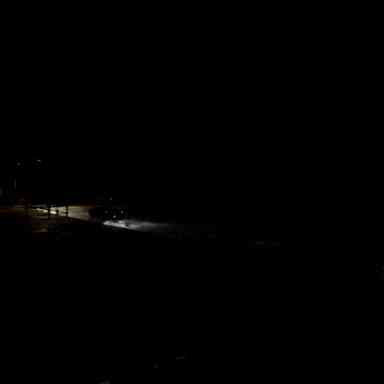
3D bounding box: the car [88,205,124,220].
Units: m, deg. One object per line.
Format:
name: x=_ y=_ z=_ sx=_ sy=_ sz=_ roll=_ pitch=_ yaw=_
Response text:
car: x=-8.060 y=1.864 z=30.991 sx=1.895 sy=1.301 sz=4.718 roll=-1 pitch=1 yaw=-35
